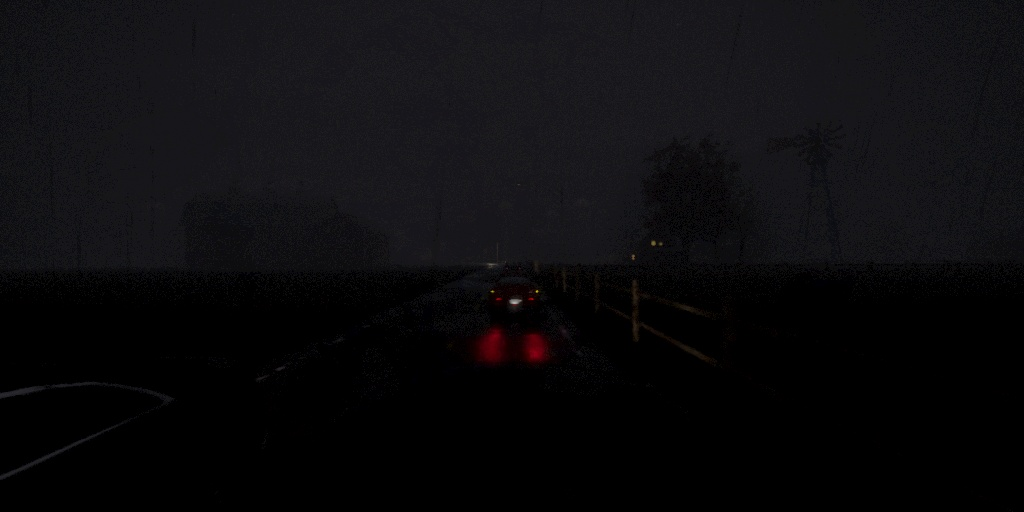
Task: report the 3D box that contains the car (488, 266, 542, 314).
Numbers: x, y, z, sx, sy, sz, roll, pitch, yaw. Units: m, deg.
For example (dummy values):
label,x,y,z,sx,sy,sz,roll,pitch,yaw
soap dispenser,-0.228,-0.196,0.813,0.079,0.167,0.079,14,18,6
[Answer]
label,x,y,z,sx,sy,sz,roll,pitch,yaw
car,0.100,1.286,13.774,1.812,1.442,4.674,0,0,0

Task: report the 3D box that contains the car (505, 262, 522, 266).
label,x,y,z,sx,sy,sz,roll,pitch,yaw
car,0.098,1.272,32.127,2.128,1.511,4.902,0,0,0

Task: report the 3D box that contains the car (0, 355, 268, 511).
label,x,y,z,sx,sy,sz,roll,pitch,yaw
car,-2.846,1.241,0.781,2.128,1.511,4.902,0,0,0
